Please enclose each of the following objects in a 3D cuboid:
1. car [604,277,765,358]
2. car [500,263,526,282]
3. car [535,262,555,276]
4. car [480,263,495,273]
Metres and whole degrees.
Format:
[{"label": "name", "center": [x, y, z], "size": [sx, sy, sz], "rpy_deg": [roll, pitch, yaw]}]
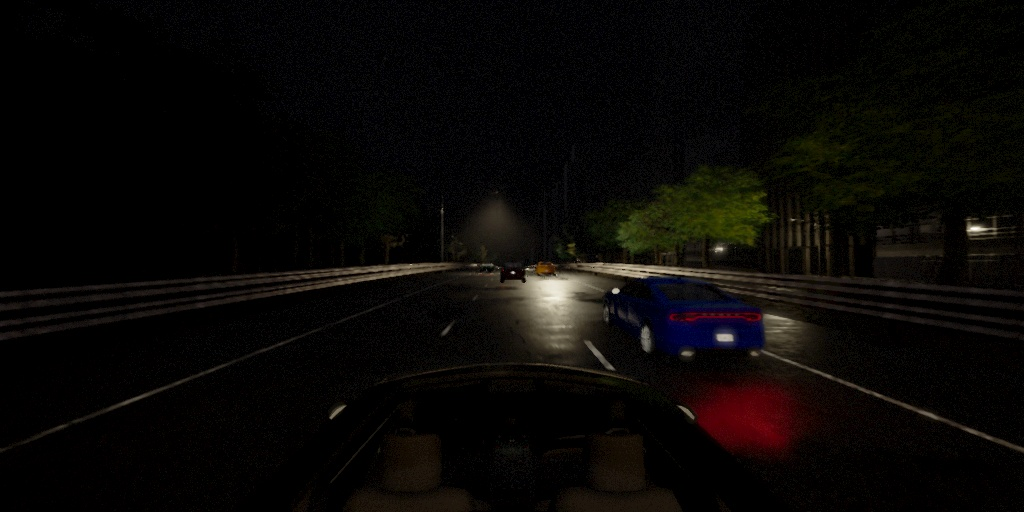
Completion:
[{"label": "car", "center": [3.595, 1.230, 8.525], "size": [1.882, 1.535, 5.008], "rpy_deg": [0, 0, 0]}, {"label": "car", "center": [0.080, 1.318, 29.365], "size": [2.163, 1.488, 4.792], "rpy_deg": [0, 0, 0]}, {"label": "car", "center": [3.573, 1.400, 39.552], "size": [1.882, 1.535, 5.008], "rpy_deg": [0, -1, 0]}, {"label": "car", "center": [-3.434, 1.714, 51.144], "size": [1.895, 1.301, 4.718], "rpy_deg": [0, -1, 0]}]
